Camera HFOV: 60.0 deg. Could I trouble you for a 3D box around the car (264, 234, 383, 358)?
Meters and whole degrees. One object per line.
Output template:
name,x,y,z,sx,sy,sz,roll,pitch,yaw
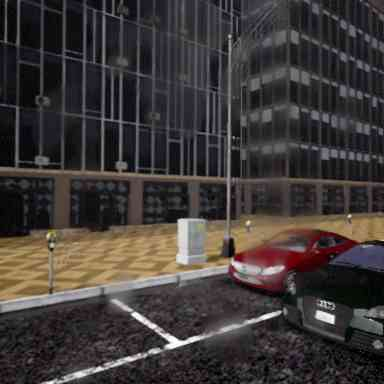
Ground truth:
car,3.515,1.604,5.885,4.181,1.385,1.994,0,0,-35

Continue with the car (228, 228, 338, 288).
car,2.850,1.629,8.589,4.206,1.307,1.802,0,0,-36
